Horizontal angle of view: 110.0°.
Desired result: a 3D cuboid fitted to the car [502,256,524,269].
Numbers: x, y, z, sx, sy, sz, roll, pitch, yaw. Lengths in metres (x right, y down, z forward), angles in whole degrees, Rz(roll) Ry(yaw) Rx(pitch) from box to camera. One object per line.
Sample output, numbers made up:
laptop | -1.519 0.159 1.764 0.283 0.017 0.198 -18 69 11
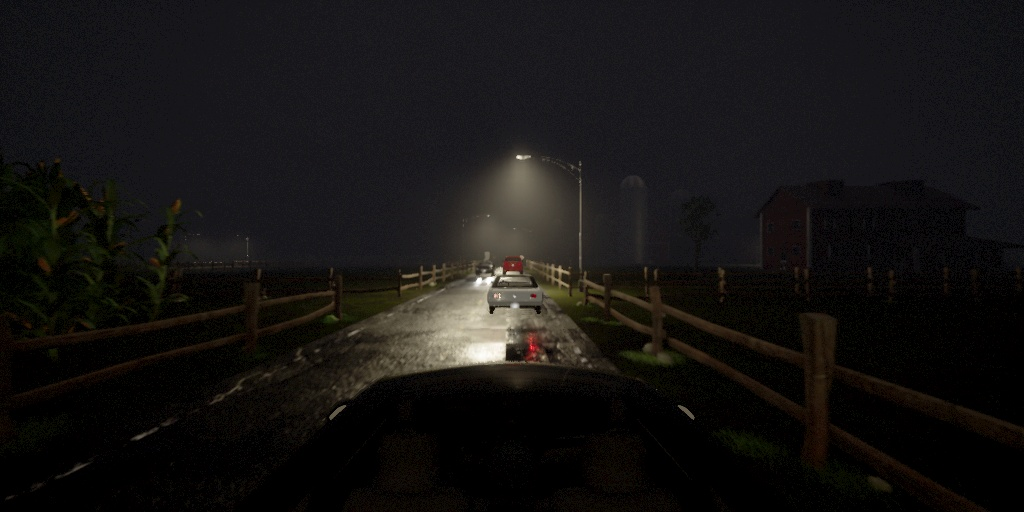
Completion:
car | 0.116 1.030 38.994 2.150 2.045 5.566 0 0 0

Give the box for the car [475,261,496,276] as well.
car | -2.743 1.297 37.433 2.128 1.511 4.902 0 0 0

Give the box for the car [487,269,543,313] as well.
car | 0.103 1.357 14.053 1.895 1.301 4.718 0 0 0
